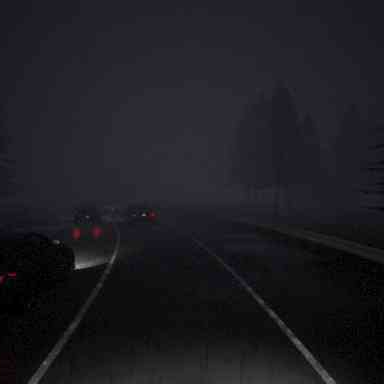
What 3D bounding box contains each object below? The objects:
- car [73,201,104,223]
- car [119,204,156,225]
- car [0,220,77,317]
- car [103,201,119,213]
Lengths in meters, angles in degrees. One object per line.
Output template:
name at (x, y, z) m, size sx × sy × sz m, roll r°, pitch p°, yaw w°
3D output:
car at (-7.957, 1.542, 25.163) m, size 1.812 × 1.442 × 4.674 m, roll 0°, pitch 0°, yaw -19°
car at (-3.855, 1.551, 24.033) m, size 2.033 × 1.411 × 5.357 m, roll 0°, pitch 0°, yaw -17°
car at (-4.053, 1.574, 7.411) m, size 1.994 × 1.385 × 4.181 m, roll 0°, pitch 0°, yaw -5°
car at (-9.513, 1.618, 37.869) m, size 1.895 × 1.301 × 4.718 m, roll 0°, pitch 0°, yaw -26°
